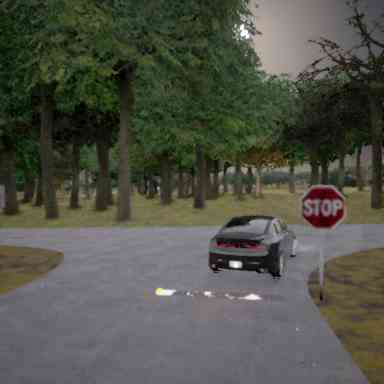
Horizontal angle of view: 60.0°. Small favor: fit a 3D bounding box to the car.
[{"bbox_3d":[2.022,1.455,10.143,1.837,1.490,4.892,0,0,24],"label":"car"}]
